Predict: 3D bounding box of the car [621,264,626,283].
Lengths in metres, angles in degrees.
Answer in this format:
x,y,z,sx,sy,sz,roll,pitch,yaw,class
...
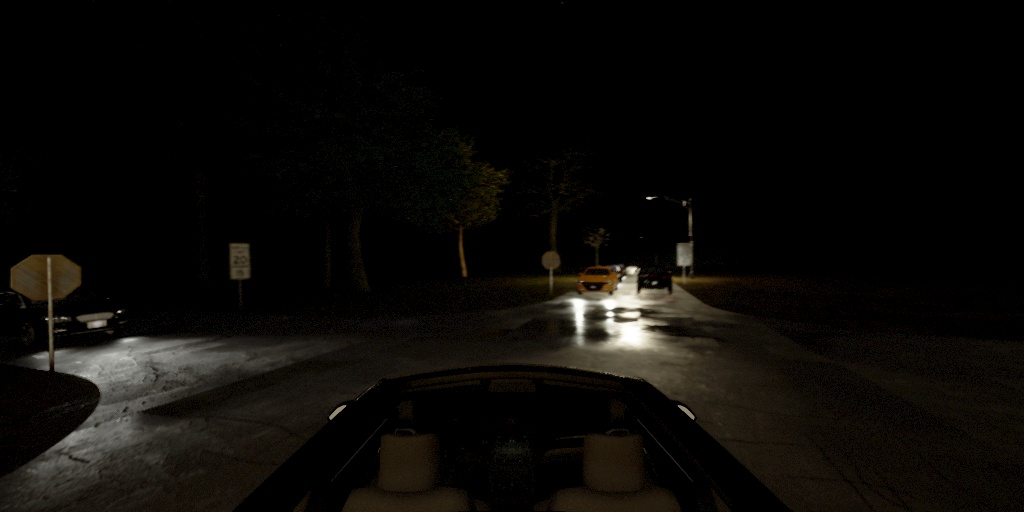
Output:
x,y,z,sx,sy,sz,roll,pitch,yaw,class
8.538,1.482,30.774,2.033,1.411,5.357,-1,-1,19,car

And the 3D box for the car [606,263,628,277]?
x,y,z,sx,sy,sz,roll,pitch,yaw,class
12.045,1.562,40.840,2.033,1.411,5.357,-1,-1,20,car

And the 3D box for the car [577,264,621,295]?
x,y,z,sx,sy,sz,roll,pitch,yaw,class
5.048,1.346,20.833,1.882,1.535,5.008,-1,-1,20,car

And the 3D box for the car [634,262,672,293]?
x,y,z,sx,sy,sz,roll,pitch,yaw,class
8.488,1.313,21.626,1.882,1.535,5.008,-1,-1,19,car

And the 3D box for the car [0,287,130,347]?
x,y,z,sx,sy,sz,roll,pitch,yaw,class
-13.865,1.694,10.773,4.902,1.511,2.128,-2,0,19,car
